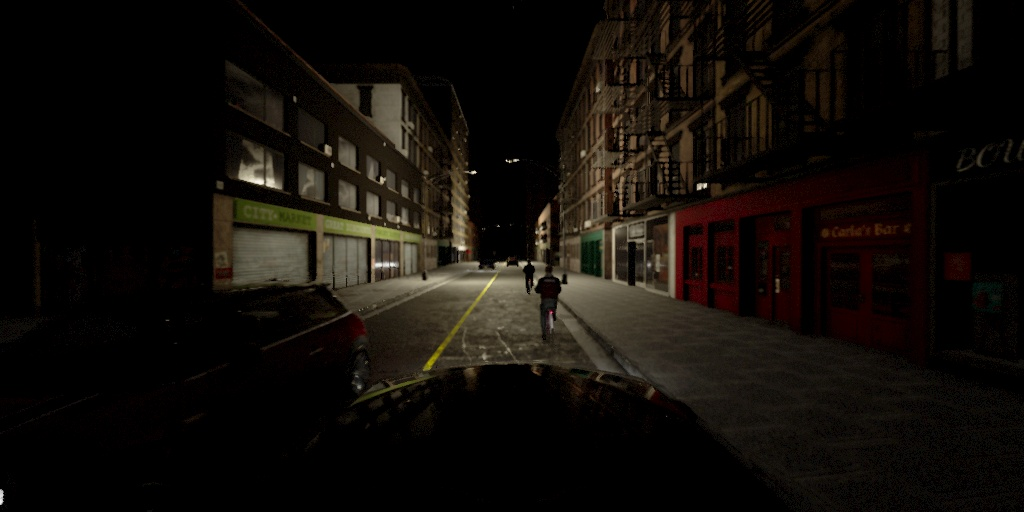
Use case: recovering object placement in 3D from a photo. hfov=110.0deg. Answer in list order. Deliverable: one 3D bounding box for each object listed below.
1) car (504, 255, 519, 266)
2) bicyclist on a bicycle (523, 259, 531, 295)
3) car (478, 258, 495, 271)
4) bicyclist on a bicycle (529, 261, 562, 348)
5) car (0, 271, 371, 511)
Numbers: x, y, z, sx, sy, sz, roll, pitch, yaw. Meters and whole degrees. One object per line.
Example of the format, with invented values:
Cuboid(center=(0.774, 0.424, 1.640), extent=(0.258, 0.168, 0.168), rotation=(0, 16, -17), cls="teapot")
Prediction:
Cuboid(center=(0.099, 0.943, 57.993), extent=(2.033, 1.411, 5.357), rotation=(0, 0, 0), cls="car")
Cuboid(center=(0.825, 1.026, 17.233), extent=(0.659, 1.776, 1.843), rotation=(0, 1, 0), cls="bicyclist on a bicycle")
Cuboid(center=(-3.090, 1.012, 44.431), extent=(1.812, 1.442, 4.674), rotation=(0, 0, 0), cls="car")
Cuboid(center=(0.825, 1.081, 8.233), extent=(0.659, 1.776, 1.843), rotation=(0, 1, 0), cls="bicyclist on a bicycle")
Cuboid(center=(-3.100, 1.092, 3.299), extent=(2.097, 1.767, 4.553), rotation=(0, 0, 0), cls="car")
